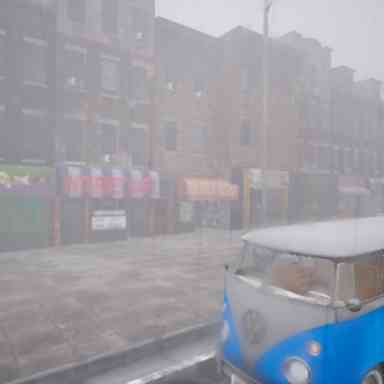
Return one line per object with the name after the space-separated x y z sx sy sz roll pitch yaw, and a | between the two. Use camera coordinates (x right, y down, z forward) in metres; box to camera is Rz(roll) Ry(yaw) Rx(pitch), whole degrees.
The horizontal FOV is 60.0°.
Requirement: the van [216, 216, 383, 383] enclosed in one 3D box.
2.175 1.290 4.354 3.998 1.788 1.690 -1 2 -36 | van
